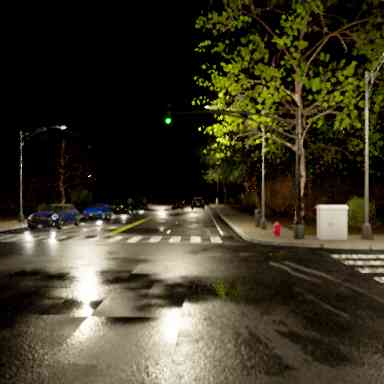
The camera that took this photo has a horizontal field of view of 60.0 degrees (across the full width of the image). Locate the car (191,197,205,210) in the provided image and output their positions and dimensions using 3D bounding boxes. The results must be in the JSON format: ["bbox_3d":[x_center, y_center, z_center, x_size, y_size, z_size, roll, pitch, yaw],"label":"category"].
[{"bbox_3d":[0.961,2.024,53.989,2.097,1.767,4.553,0,-1,1],"label":"car"}]

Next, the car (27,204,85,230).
[{"bbox_3d":[-9.615,1.631,23.461,2.097,1.767,4.553,0,-1,2],"label":"car"}]

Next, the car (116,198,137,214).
[{"bbox_3d":[-9.121,1.777,43.822,2.150,2.045,5.566,0,-1,1],"label":"car"}]

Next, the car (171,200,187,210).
[{"bbox_3d":[-2.297,2.221,53.678,2.033,1.411,5.357,0,-1,1],"label":"car"}]

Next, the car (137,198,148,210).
[{"bbox_3d":[-8.797,1.931,55.317,2.150,2.045,5.566,0,-1,2],"label":"car"}]

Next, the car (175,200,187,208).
[{"bbox_3d":[-2.048,2.300,64.094,2.128,1.511,4.902,0,-1,1],"label":"car"}]

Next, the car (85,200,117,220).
[{"bbox_3d":[-9.369,1.895,33.544,1.882,1.535,5.008,0,-1,1],"label":"car"}]

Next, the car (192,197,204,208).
[{"bbox_3d":[1.201,2.023,64.049,2.150,2.045,5.566,0,-1,1],"label":"car"}]
